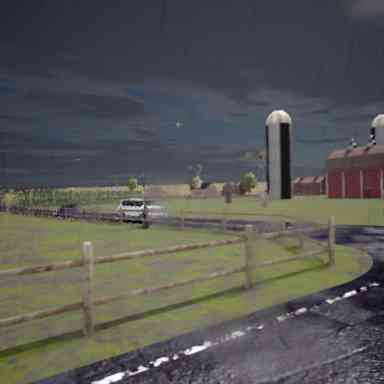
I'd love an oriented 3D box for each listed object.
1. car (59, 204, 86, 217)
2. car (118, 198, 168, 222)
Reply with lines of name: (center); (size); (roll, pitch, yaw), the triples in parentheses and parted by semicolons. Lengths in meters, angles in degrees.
car: (-14.871, 2.243, 41.140); (1.812, 1.442, 4.674); (-2, 0, -42)
car: (-4.521, 1.614, 29.925); (2.150, 2.045, 5.566); (-2, 1, -44)
